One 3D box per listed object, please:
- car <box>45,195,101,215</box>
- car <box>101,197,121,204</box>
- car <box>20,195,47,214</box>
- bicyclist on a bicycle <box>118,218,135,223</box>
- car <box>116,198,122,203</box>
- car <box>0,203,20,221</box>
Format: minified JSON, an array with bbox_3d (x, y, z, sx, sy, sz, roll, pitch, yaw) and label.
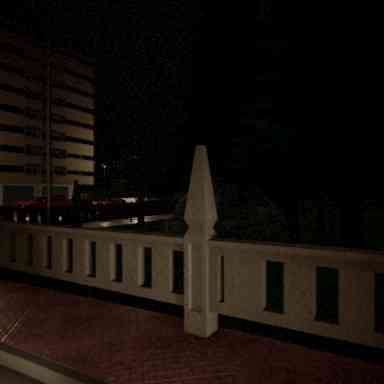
[{"bbox_3d":[-11.964,1.460,33.685,2.097,1.767,4.553,0,0,29],"label":"car"},{"bbox_3d":[-10.666,1.467,43.200,2.097,1.767,4.553,0,0,29],"label":"car"},{"bbox_3d":[-15.424,1.336,34.660,2.150,2.045,5.566,0,0,29],"label":"car"},{"bbox_3d":[-4.790,1.387,23.982,1.656,1.620,0.582,0,0,29],"label":"bicyclist on a bicycle"},{"bbox_3d":[-7.039,1.709,42.522,1.895,1.301,4.718,0,0,29],"label":"car"},{"bbox_3d":[-16.435,1.599,25.635,2.128,1.511,4.902,0,0,29],"label":"car"}]
